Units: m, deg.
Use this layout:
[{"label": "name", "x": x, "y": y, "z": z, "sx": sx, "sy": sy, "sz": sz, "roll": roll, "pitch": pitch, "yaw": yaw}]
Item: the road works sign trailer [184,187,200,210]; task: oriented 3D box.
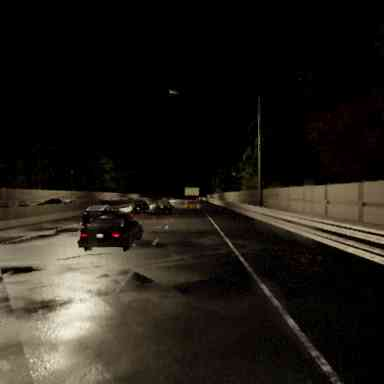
[{"label": "road works sign trailer", "x": -0.009, "y": 0.959, "z": 51.651, "sx": 2.380, "sy": 3.560, "sz": 2.880, "roll": 0, "pitch": -1, "yaw": 0}]

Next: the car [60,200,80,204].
[{"label": "car", "x": -21.020, "y": 2.165, "z": 58.627, "sx": 1.895, "sy": 1.301, "sz": 4.718, "roll": 0, "pitch": -1, "yaw": 0}]

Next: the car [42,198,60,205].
[{"label": "car", "x": -24.522, "y": 1.918, "z": 58.647, "sx": 2.097, "sy": 1.767, "sz": 4.553, "roll": 0, "pitch": -1, "yaw": 0}]

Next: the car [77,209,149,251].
[{"label": "car", "x": -3.405, "y": 1.682, "z": 14.783, "sx": 2.033, "sy": 1.411, "sz": 5.357, "roll": 0, "pitch": -1, "yaw": 0}]

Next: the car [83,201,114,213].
[{"label": "car", "x": -6.906, "y": 1.727, "z": 25.470, "sx": 2.128, "sy": 1.511, "sz": 4.902, "roll": 0, "pitch": 0, "yaw": 0}]

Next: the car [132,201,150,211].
[{"label": "car", "x": -6.905, "y": 1.953, "z": 45.045, "sx": 1.812, "sy": 1.442, "sz": 4.674, "roll": 0, "pitch": 0, "yaw": 0}]

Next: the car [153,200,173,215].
[{"label": "car", "x": -3.409, "y": 1.724, "z": 39.656, "sx": 2.097, "sy": 1.767, "sz": 4.553, "roll": 0, "pitch": -1, "yaw": 0}]

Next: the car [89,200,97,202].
[{"label": "car", "x": -17.524, "y": 2.126, "z": 59.064, "sx": 1.994, "sy": 1.385, "sz": 4.181, "roll": 0, "pitch": -1, "yaw": 0}]
